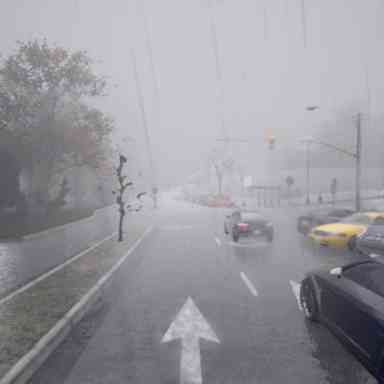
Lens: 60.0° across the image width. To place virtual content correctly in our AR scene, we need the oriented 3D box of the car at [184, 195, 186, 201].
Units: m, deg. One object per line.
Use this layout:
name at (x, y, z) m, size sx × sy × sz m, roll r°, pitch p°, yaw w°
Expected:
car at (1.209, 1.778, 84.560) m, size 4.553 × 1.767 × 2.185 m, roll 1°, pitch -1°, yaw -27°

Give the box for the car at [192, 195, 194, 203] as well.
car at (3.314, 1.868, 69.774) m, size 5.366 × 1.575 × 1.946 m, roll 1°, pitch 0°, yaw -27°

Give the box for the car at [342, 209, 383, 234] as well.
car at (7.654, 1.387, 10.981) m, size 4.553 × 1.767 × 2.185 m, roll 1°, pitch 0°, yaw -22°

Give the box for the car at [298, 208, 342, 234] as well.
car at (7.368, 1.515, 13.920) m, size 5.366 × 1.575 × 1.946 m, roll 1°, pitch 0°, yaw -22°

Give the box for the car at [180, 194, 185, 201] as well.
car at (0.495, 1.681, 90.545) m, size 5.566 × 2.045 × 2.435 m, roll 1°, pitch -1°, yaw -27°

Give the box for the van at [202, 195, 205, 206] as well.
van at (4.519, 1.625, 57.693) m, size 4.442 × 1.987 × 1.878 m, roll 1°, pitch 0°, yaw -27°

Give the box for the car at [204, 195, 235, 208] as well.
car at (4.926, 1.722, 54.743) m, size 4.553 × 1.767 × 2.185 m, roll 1°, pitch 0°, yaw -27°

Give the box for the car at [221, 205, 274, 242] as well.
car at (2.740, 1.577, 16.658) m, size 1.812 × 1.442 × 4.674 m, roll 0°, pitch 0°, yaw -2°

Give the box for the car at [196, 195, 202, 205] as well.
car at (4.243, 1.604, 60.719) m, size 5.566 × 2.045 × 2.435 m, roll 1°, pitch 0°, yaw -27°

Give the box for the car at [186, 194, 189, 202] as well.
car at (1.653, 1.769, 81.607) m, size 4.553 × 1.767 × 2.185 m, roll 1°, pitch 0°, yaw -27°

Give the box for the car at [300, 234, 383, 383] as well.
car at (3.029, 1.577, 4.617) m, size 1.994 × 1.385 × 4.181 m, roll 0°, pitch 0°, yaw 0°

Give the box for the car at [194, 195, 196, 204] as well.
car at (3.925, 1.609, 63.739) m, size 5.566 × 2.045 × 2.435 m, roll 1°, pitch 0°, yaw -27°

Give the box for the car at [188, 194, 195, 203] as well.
car at (2.796, 1.623, 72.682) m, size 5.566 × 2.045 × 2.435 m, roll 1°, pitch 0°, yaw -27°
